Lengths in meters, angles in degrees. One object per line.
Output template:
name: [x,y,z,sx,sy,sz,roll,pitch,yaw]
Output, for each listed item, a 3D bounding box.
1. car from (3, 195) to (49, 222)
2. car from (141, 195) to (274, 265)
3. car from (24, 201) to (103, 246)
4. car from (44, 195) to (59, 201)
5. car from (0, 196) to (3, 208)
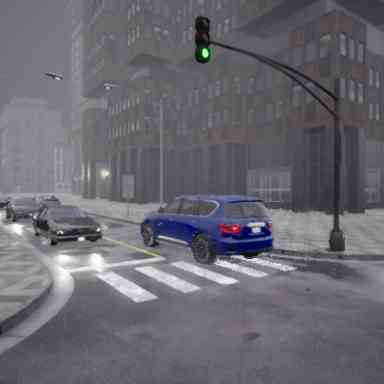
car: [-11.493,1.155,22.855,1.837,1.490,4.892,0,1,-35]
car: [0.266,1.110,11.566,2.150,2.045,5.566,0,1,-35]
car: [-5.651,1.334,14.579,2.033,1.411,5.357,0,1,-35]
car: [-13.894,1.037,31.629,2.128,1.511,4.902,0,1,-35]
car: [-18.603,1.085,32.948,1.895,1.301,4.718,0,1,-35]
